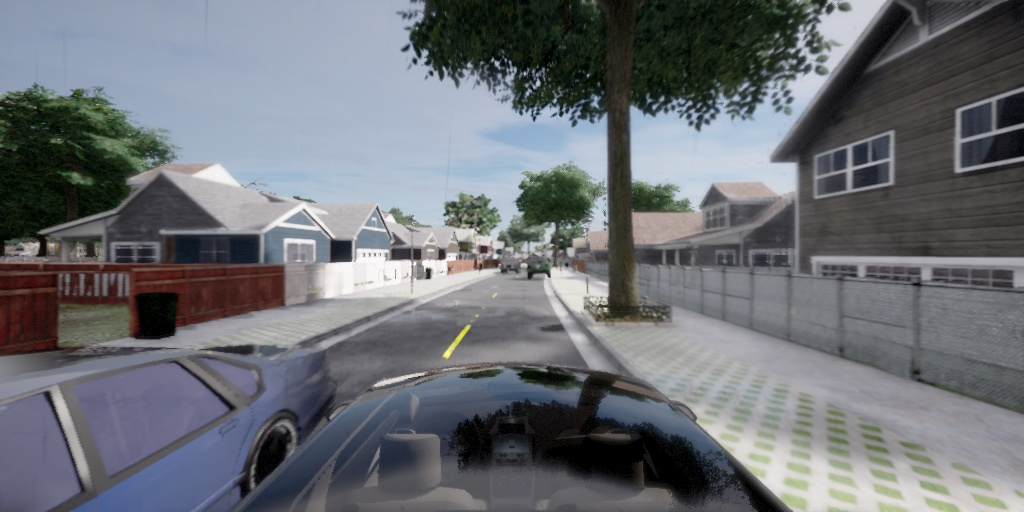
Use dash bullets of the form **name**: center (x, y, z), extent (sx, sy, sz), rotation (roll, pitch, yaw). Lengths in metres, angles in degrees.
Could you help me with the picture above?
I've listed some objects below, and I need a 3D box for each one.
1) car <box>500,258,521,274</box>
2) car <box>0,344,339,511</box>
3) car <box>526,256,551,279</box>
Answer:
- **car**: center (-0.072, 1.206, 44.906), extent (2.150, 2.045, 5.566), rotation (0, -1, 6)
- **car**: center (-2.831, 1.292, 1.619), extent (2.033, 1.411, 5.357), rotation (0, 0, 0)
- **car**: center (2.586, 1.075, 34.695), extent (2.150, 2.045, 5.566), rotation (-5, -1, 6)
